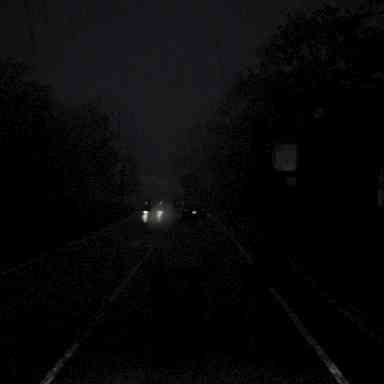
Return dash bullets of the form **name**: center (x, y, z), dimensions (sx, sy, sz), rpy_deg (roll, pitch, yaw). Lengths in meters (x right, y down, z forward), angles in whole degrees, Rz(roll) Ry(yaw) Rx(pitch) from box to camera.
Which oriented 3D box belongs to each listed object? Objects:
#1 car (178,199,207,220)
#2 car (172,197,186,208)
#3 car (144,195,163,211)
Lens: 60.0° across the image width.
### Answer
- **car**: center (0.090, 1.497, 27.017), dimensions (1.994, 1.385, 4.181), rpy_deg (0, 0, -3)
- **car**: center (-1.524, 1.287, 42.759), dimensions (2.033, 1.411, 5.357), rpy_deg (-1, 2, -9)
- **car**: center (-4.594, 1.210, 39.191), dimensions (2.097, 1.767, 4.553), rpy_deg (-1, 1, -7)
